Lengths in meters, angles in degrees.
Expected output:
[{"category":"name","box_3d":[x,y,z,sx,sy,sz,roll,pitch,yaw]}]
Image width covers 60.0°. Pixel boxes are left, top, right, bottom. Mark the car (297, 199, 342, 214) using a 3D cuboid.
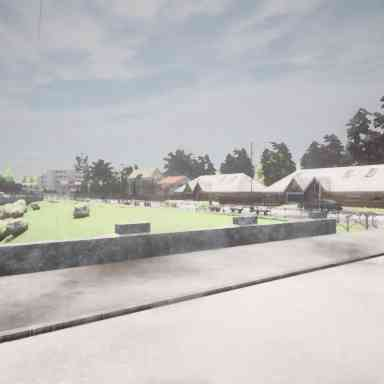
[{"category":"car","box_3d":[13.590,1.505,35.773,1.837,1.490,4.892,0,0,-35]}]
